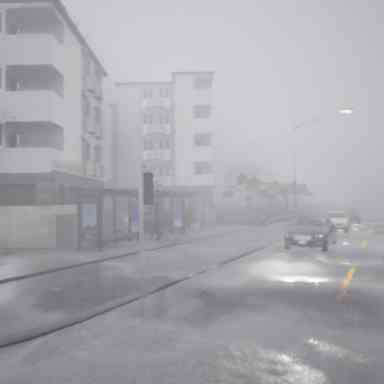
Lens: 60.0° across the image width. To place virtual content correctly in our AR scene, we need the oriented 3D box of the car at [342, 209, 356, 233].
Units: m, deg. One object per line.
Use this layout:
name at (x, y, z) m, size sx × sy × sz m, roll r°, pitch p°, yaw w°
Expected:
car at (10.541, 2.120, 24.215) m, size 1.812 × 1.442 × 4.674 m, roll -2°, pitch -2°, yaw 30°

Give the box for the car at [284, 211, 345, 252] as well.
car at (5.882, 1.906, 16.201) m, size 2.128 × 1.511 × 4.902 m, roll -2°, pitch -2°, yaw 30°

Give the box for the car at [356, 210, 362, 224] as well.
car at (15.582, 2.353, 32.875) m, size 1.994 × 1.385 × 4.181 m, roll -2°, pitch -2°, yaw 30°
